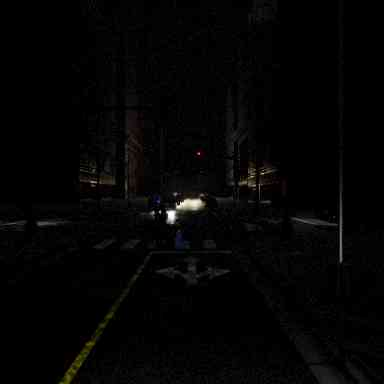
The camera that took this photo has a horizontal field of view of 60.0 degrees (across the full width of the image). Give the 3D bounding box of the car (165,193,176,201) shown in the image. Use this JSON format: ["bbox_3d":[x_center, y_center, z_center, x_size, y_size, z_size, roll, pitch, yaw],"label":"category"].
[{"bbox_3d":[-5.411,1.188,84.036,2.192,1.841,5.009,0,0,0],"label":"car"}]

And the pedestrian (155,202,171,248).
[{"bbox_3d":[-1.155,1.291,13.201,0.375,1.860,0.375,0,0,0],"label":"pedestrian"}]

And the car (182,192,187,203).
[{"bbox_3d":[-2.670,1.267,68.601,2.097,1.767,4.553,0,0,1],"label":"car"}]

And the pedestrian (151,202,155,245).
[{"bbox_3d":[-1.442,1.290,13.806,0.375,1.860,0.375,0,0,0],"label":"pedestrian"}]

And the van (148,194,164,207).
[{"bbox_3d":[-5.635,1.295,50.144,1.690,1.788,3.998,0,0,0],"label":"van"}]

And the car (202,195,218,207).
[{"bbox_3d":[2.889,1.519,50.089,1.947,1.339,4.313,0,0,0],"label":"car"}]

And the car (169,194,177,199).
[{"bbox_3d":[-5.337,1.382,95.333,1.887,1.381,4.507,0,0,0],"label":"car"}]

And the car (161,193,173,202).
[{"bbox_3d":[-5.485,1.220,72.739,2.192,1.841,5.009,0,0,0],"label":"car"}]

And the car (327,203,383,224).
[{"bbox_3d":[13.508,1.723,26.078,4.674,1.442,1.812,1,0,0],"label":"car"}]

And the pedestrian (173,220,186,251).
[{"bbox_3d":[-0.440,1.571,12.576,0.375,1.300,0.375,0,0,0],"label":"pedestrian"}]

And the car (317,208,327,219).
[{"bbox_3d":[13.630,1.715,29.344,4.892,1.490,1.837,1,0,1],"label":"car"}]

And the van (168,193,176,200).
[{"bbox_3d":[-5.373,1.196,89.685,1.690,1.788,3.998,0,0,0],"label":"van"}]

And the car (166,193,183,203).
[{"bbox_3d":[-2.837,1.424,54.097,1.882,1.535,5.008,0,0,0],"label":"car"}]

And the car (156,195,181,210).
[{"bbox_3d":[-2.920,1.456,42.624,2.128,1.511,4.902,0,0,1],"label":"car"}]

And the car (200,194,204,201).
[{"bbox_3d":[3.001,1.501,67.037,1.802,1.307,4.206,0,0,0],"label":"car"}]

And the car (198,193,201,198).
[{"bbox_3d":[3.076,1.434,78.334,1.887,1.381,4.507,0,0,0],"label":"car"}]

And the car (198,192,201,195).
[{"bbox_3d":[3.187,1.419,95.281,1.802,1.307,4.206,0,0,0],"label":"car"}]
